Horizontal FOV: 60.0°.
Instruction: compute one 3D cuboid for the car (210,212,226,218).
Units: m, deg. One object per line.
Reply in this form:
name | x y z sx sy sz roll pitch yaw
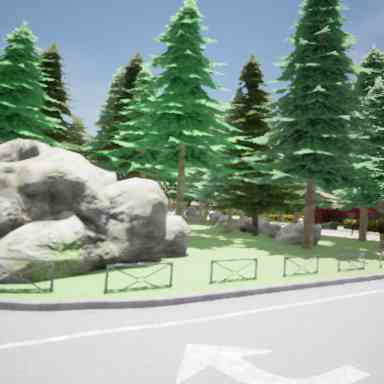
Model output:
car | 5.079 4.492 63.697 1.994 1.385 4.181 5 -3 -23
